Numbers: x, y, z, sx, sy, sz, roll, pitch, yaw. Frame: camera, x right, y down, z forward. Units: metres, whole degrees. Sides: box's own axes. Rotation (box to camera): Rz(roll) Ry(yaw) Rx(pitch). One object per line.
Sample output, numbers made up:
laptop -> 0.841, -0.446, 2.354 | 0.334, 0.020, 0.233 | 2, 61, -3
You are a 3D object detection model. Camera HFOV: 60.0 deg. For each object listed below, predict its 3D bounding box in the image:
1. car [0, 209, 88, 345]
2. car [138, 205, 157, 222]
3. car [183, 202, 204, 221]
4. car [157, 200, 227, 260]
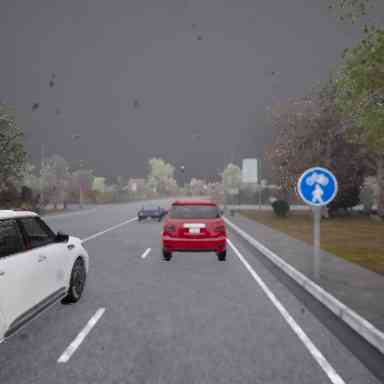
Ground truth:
car -> -3.399, 1.257, 5.119 | 2.150, 2.045, 5.566 | 0, 0, 0
car -> -3.394, 1.792, 28.678 | 1.895, 1.301, 4.718 | 0, 0, 0
car -> 0.106, 1.729, 30.485 | 1.812, 1.442, 4.674 | 0, 0, 0
car -> 0.100, 1.308, 12.939 | 2.150, 2.045, 5.566 | 0, 0, 0
